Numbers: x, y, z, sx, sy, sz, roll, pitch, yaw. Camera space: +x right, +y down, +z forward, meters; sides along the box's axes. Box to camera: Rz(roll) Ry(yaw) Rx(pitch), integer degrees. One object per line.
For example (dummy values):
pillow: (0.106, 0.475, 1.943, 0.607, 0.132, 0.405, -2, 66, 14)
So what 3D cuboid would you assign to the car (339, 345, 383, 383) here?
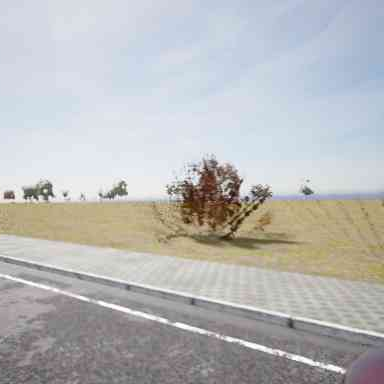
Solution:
car: (2.812, 1.547, 1.553, 4.181, 1.385, 1.994, -1, -1, 35)
